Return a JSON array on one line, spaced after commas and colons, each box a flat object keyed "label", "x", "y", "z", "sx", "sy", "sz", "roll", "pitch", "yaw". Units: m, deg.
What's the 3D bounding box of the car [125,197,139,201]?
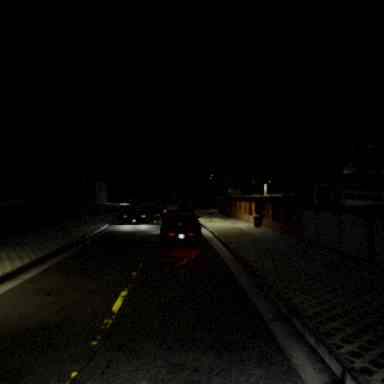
[{"label": "car", "x": -15.025, "y": 2.033, "z": 85.215, "sx": 2.097, "sy": 1.767, "sz": 4.553, "roll": 0, "pitch": -1, "yaw": -20}]

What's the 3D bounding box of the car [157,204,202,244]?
[{"label": "car", "x": -0.591, "y": 1.583, "z": 16.241, "sx": 1.837, "sy": 1.490, "sz": 4.892, "roll": 0, "pitch": 0, "yaw": -4}]

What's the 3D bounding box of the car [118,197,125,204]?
[{"label": "car", "x": -17.975, "y": 2.289, "z": 85.301, "sx": 2.128, "sy": 1.511, "sz": 4.902, "roll": 0, "pitch": -1, "yaw": -19}]

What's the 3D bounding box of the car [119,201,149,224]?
[{"label": "car", "x": -4.408, "y": 1.682, "z": 26.399, "sx": 2.033, "sy": 1.411, "sz": 5.357, "roll": 0, "pitch": 0, "yaw": -6}]
